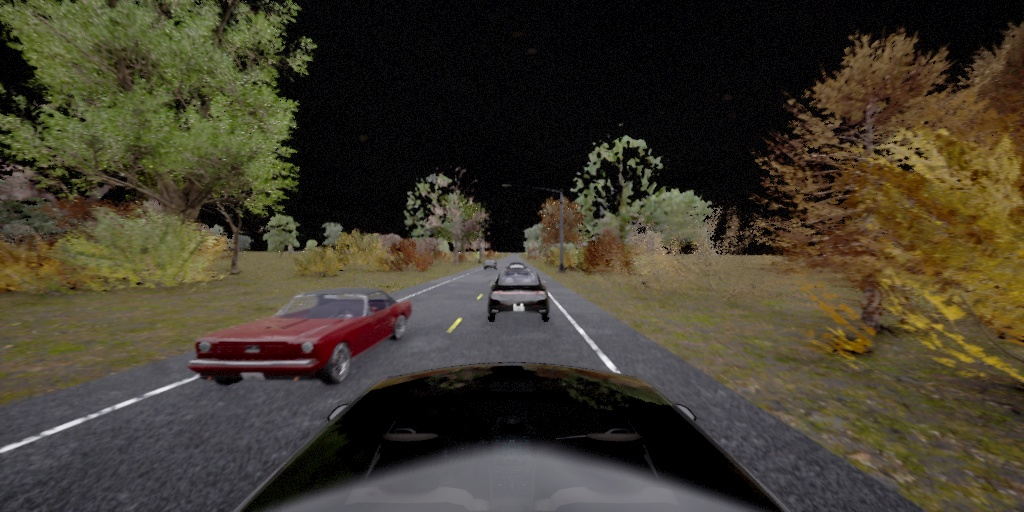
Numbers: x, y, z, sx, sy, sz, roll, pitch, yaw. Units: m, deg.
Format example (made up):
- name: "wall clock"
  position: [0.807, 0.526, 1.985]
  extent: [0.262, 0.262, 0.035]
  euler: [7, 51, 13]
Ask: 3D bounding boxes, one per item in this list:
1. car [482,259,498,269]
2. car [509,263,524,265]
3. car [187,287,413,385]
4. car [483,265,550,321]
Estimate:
- name: "car"
  position: [-3.053, 1.229, 51.040]
  extent: [1.837, 1.490, 4.892]
  euler: [0, 0, 1]
- name: "car"
  position: [0.401, 1.272, 30.267]
  extent: [1.812, 1.442, 4.674]
  euler: [0, 0, 1]
- name: "car"
  position: [-3.543, 1.350, 7.140]
  extent: [1.895, 1.301, 4.718]
  euler: [0, 0, 1]
- name: "car"
  position: [0.217, 1.243, 12.363]
  extent: [2.128, 1.511, 4.902]
  euler: [0, 0, 1]
